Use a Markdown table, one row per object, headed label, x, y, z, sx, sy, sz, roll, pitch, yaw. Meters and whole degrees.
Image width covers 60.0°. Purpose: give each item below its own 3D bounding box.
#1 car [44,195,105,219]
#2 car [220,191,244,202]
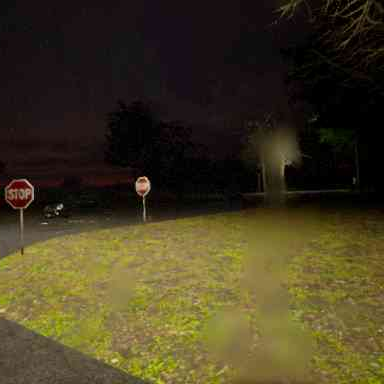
| label | x | y | z | sx | sy | sz | roll | pitch | yaw |
| --- | --- | --- | --- | --- | --- | --- | --- | --- | --- |
| car | -8.972 | 1.071 | 25.614 | 2.097 | 1.767 | 4.553 | -3 | -1 | 34 |
| car | 5.699 | 0.652 | 47.123 | 2.128 | 1.511 | 4.902 | -3 | 0 | 34 |
